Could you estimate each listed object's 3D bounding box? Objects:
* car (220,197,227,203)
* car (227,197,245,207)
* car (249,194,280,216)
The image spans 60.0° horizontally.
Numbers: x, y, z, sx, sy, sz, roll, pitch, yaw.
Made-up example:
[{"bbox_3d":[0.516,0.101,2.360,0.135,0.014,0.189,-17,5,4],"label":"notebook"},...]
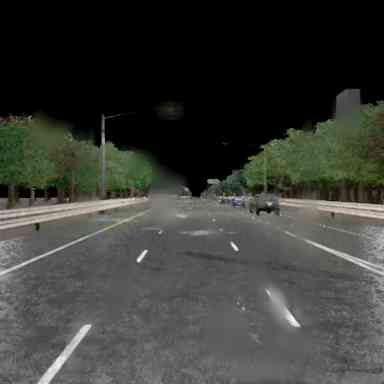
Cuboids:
[{"bbox_3d":[7.138,1.705,70.939,1.812,1.442,4.674,0,-1,0],"label":"car"},{"bbox_3d":[7.052,1.569,51.555,1.812,1.442,4.674,0,0,0],"label":"car"},{"bbox_3d":[7.009,1.222,32.591,2.150,2.045,5.566,0,0,0],"label":"car"}]
